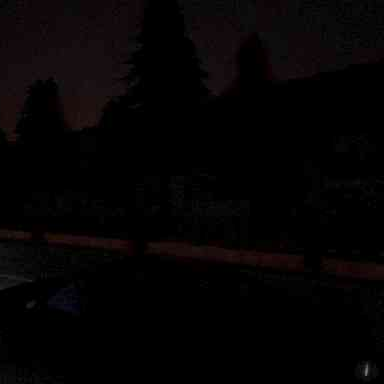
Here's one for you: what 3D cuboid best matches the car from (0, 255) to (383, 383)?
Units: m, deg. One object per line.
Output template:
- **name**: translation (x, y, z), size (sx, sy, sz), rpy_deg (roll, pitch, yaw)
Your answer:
- **car**: translation (-0.595, 1.571, 4.249), size (5.357, 1.411, 2.033), rpy_deg (-1, 0, 34)
